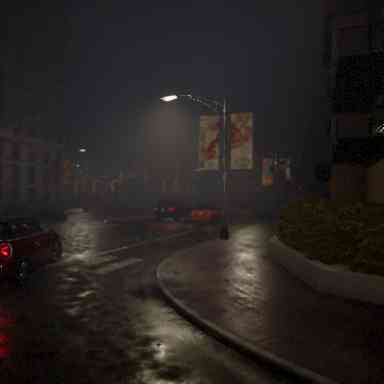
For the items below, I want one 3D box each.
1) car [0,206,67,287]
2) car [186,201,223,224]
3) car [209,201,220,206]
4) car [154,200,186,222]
[{"bbox_3d":[-5.360,1.456,9.656,2.097,1.767,4.553,1,-1,-7],"label":"car"},{"bbox_3d":[1.513,1.909,30.982,2.097,1.767,4.553,0,-1,21],"label":"car"},{"bbox_3d":[6.444,3.301,94.692,1.895,1.301,4.718,0,-1,21],"label":"car"},{"bbox_3d":[-1.662,1.762,32.452,2.150,2.045,5.566,0,-1,21],"label":"car"}]
